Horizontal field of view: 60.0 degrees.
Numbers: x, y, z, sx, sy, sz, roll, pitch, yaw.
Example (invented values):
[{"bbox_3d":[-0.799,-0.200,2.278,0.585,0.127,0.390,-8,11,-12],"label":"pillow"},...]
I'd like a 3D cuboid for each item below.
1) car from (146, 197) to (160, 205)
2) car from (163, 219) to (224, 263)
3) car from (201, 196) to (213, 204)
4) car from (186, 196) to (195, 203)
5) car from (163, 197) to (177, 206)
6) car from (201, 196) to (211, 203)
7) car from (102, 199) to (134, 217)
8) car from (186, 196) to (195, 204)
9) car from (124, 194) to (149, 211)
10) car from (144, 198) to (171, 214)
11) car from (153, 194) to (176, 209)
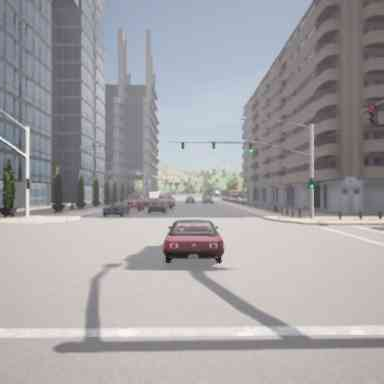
[{"bbox_3d":[-7.281,1.666,62.079,2.033,1.411,5.357,0,0,0],"label":"car"},{"bbox_3d":[0.046,1.657,12.246,1.895,1.301,4.718,0,0,0],"label":"car"},{"bbox_3d":[3.199,1.721,66.444,1.895,1.301,4.718,0,0,0],"label":"car"},{"bbox_3d":[-0.350,1.694,76.972,1.994,1.385,4.181,0,0,-1],"label":"car"},{"bbox_3d":[-3.757,1.599,57.015,2.128,1.511,4.902,0,0,0],"label":"car"},{"bbox_3d":[3.153,1.674,76.475,2.033,1.411,5.357,0,0,0],"label":"car"},{"bbox_3d":[-7.238,1.665,32.250,1.895,1.301,4.718,0,0,0],"label":"car"},{"bbox_3d":[-0.303,1.686,67.039,1.994,1.385,4.181,0,0,0],"label":"car"},{"bbox_3d":[-7.273,1.303,42.012,2.150,2.045,5.566,0,0,0],"label":"car"},{"bbox_3d":[-3.751,1.671,37.031,1.895,1.301,4.718,0,0,0],"label":"car"},{"bbox_3d":[-3.778,1.310,46.792,2.150,2.045,5.566,0,0,0],"label":"car"}]
